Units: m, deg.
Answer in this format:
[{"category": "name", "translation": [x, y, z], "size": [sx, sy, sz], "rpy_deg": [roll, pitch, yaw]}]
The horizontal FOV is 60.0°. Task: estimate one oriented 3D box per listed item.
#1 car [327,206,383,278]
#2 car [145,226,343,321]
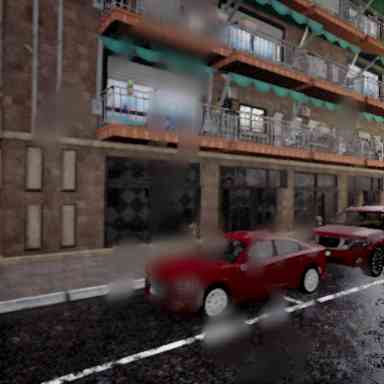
[{"category": "car", "translation": [5.752, 1.388, 10.652], "size": [5.009, 1.841, 2.192], "rpy_deg": [0, 0, -35]}, {"category": "car", "translation": [1.137, 1.579, 7.363], "size": [4.507, 1.381, 1.887], "rpy_deg": [0, 0, -35]}]
